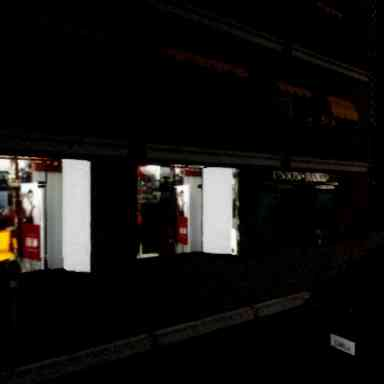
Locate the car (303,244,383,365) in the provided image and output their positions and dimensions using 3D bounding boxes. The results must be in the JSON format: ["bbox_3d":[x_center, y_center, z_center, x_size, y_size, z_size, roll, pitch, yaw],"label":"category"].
[{"bbox_3d":[3.694,1.542,5.406,4.313,1.339,1.947,0,1,-34],"label":"car"}]
